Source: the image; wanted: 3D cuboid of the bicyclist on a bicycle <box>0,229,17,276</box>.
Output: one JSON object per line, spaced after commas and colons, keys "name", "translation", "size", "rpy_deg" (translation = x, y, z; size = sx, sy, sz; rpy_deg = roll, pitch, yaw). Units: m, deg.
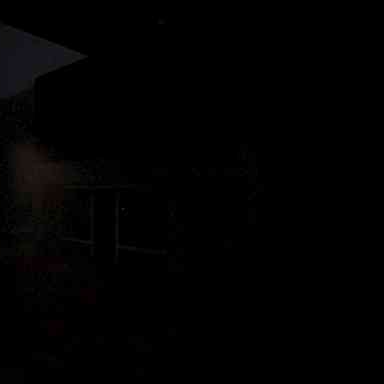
{"name": "bicyclist on a bicycle", "translation": [-5.091, 1.323, 8.075], "size": [0.582, 1.620, 1.656], "rpy_deg": [0, -1, 38]}
